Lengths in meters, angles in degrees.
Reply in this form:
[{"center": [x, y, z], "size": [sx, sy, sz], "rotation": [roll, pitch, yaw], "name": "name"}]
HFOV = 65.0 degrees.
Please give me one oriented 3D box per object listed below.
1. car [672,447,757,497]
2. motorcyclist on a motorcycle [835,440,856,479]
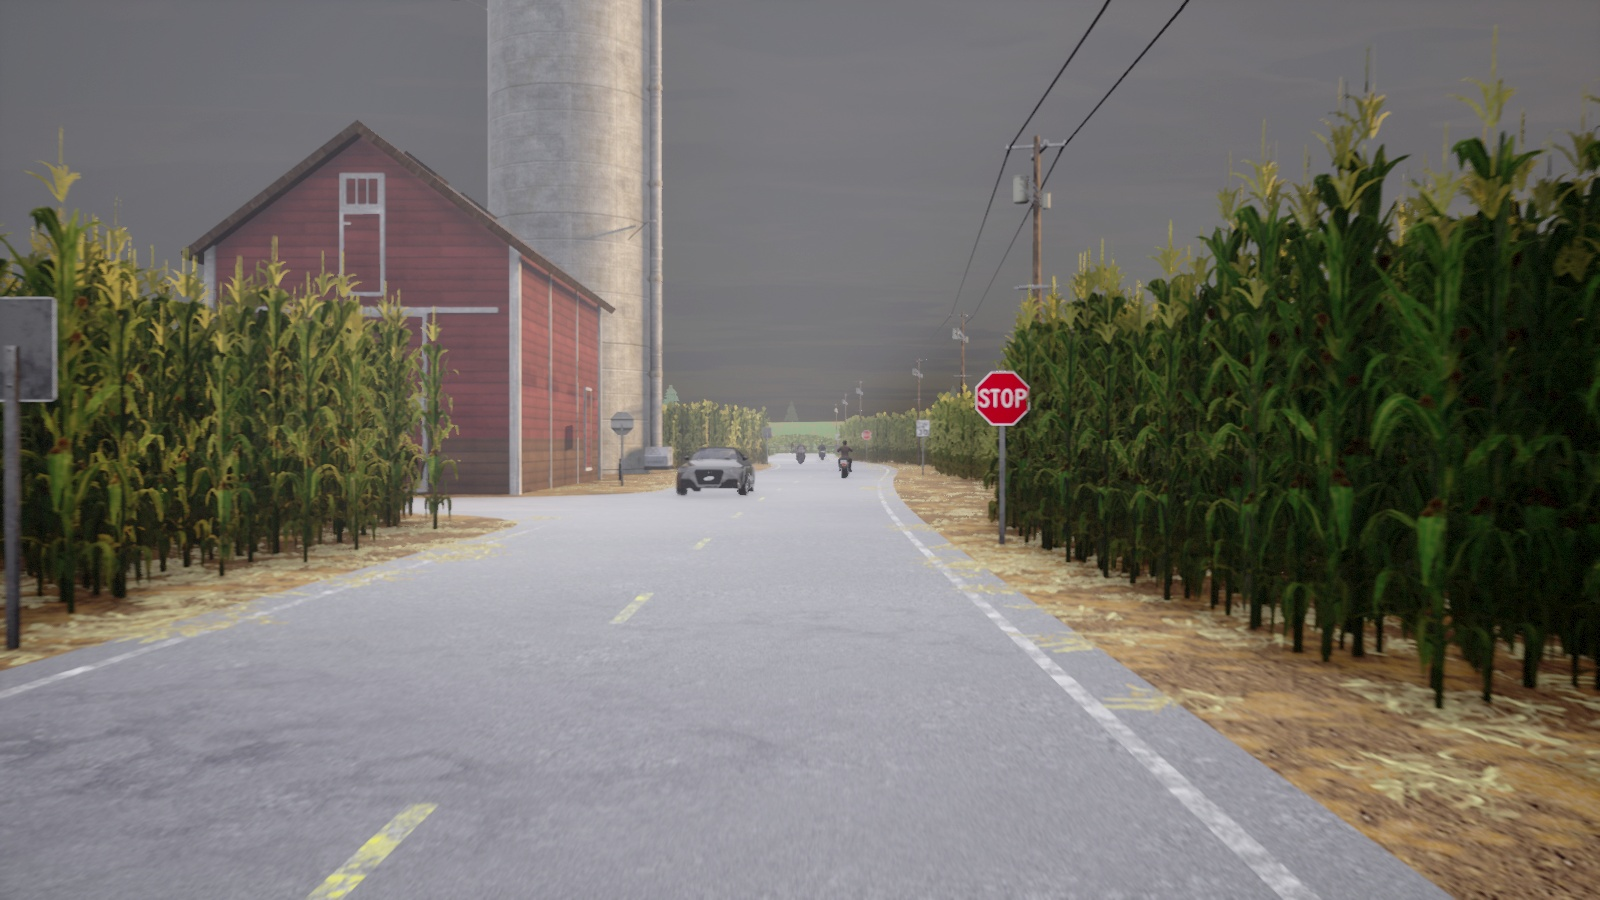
[{"center": [-2.441, 0.601, 36.880], "size": [1.994, 1.385, 4.181], "rotation": [0, 0, 3], "name": "car"}, {"center": [1.959, 0.394, 53.966], "size": [0.766, 1.649, 2.350], "rotation": [0, 0, 5], "name": "motorcyclist on a motorcycle"}]
